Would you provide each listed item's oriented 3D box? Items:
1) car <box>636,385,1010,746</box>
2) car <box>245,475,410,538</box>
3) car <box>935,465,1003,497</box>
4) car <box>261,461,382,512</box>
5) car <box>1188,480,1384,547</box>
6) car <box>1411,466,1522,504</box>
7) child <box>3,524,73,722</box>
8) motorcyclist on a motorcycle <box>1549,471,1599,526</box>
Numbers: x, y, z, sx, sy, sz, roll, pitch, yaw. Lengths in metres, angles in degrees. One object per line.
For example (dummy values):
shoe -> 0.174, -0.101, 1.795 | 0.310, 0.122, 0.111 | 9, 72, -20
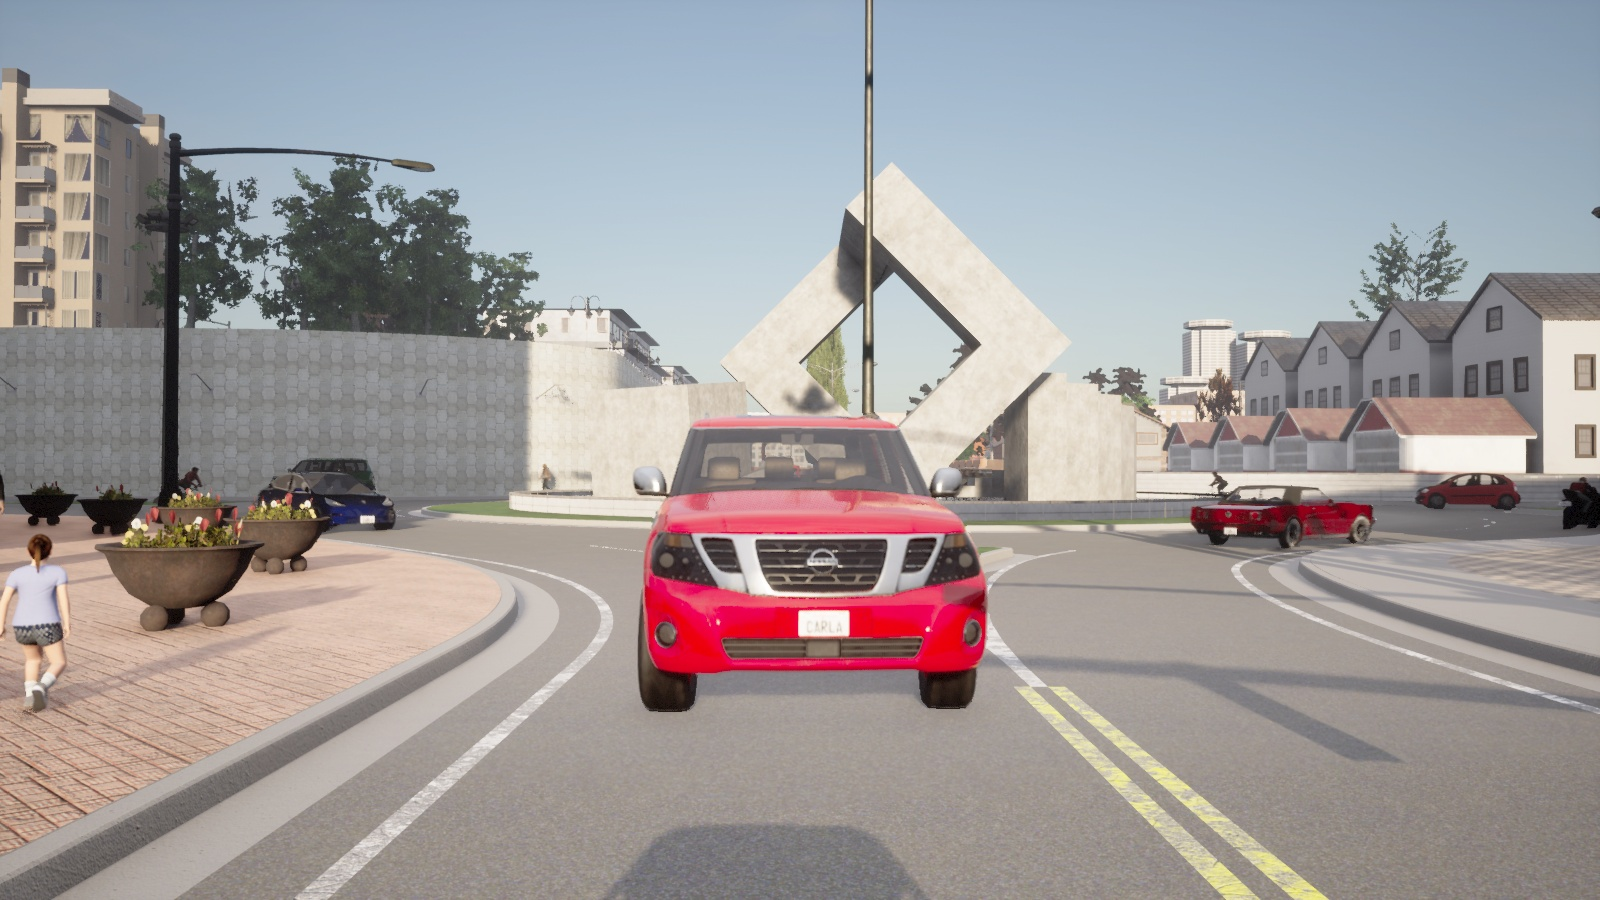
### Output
car -> -0.065, 0.702, 9.987 | 2.150, 2.045, 5.566 | 0, -1, -4
car -> -12.255, 1.407, 32.422 | 4.792, 1.488, 2.163 | -1, -1, 44
car -> 10.192, 1.867, 76.235 | 1.932, 1.855, 4.605 | 0, -1, -24
car -> -20.191, 1.508, 53.343 | 2.150, 2.045, 5.566 | 0, -1, 12
car -> 10.669, 1.331, 27.398 | 4.718, 1.301, 1.895 | 1, -1, -39
car -> 29.020, 1.515, 54.818 | 3.988, 1.617, 1.851 | -1, -1, 18
child -> -4.493, 1.002, 7.419 | 0.255, 1.110, 0.394 | 0, -1, -16
motorcyclist on a motorcycle -> 22.356, 1.361, 35.842 | 2.191, 1.530, 0.866 | 0, -1, -36
